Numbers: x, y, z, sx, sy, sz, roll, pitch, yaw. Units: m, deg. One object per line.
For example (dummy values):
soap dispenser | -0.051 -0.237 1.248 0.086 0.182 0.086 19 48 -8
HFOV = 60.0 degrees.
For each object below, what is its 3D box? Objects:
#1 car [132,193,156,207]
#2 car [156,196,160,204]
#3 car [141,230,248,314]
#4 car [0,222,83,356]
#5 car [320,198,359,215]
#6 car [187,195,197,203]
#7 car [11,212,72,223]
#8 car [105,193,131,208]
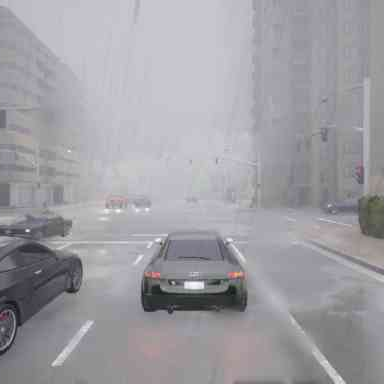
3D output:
car | -7.222 1.221 50.677 2.150 2.045 5.566 0 0 0
car | -7.203 1.492 63.994 2.128 1.511 4.902 0 0 0
car | 0.046 1.564 7.692 1.994 1.385 4.181 0 0 0
car | -3.462 1.526 5.888 1.812 1.442 4.674 0 0 0
car | 15.502 1.352 33.736 4.553 1.767 2.097 0 0 1
car | -0.071 1.352 69.733 2.097 1.767 4.553 0 0 0
car | -7.137 1.601 15.117 1.895 1.301 4.718 0 0 0
car | -10.715 1.221 47.544 2.150 2.045 5.566 0 0 0
